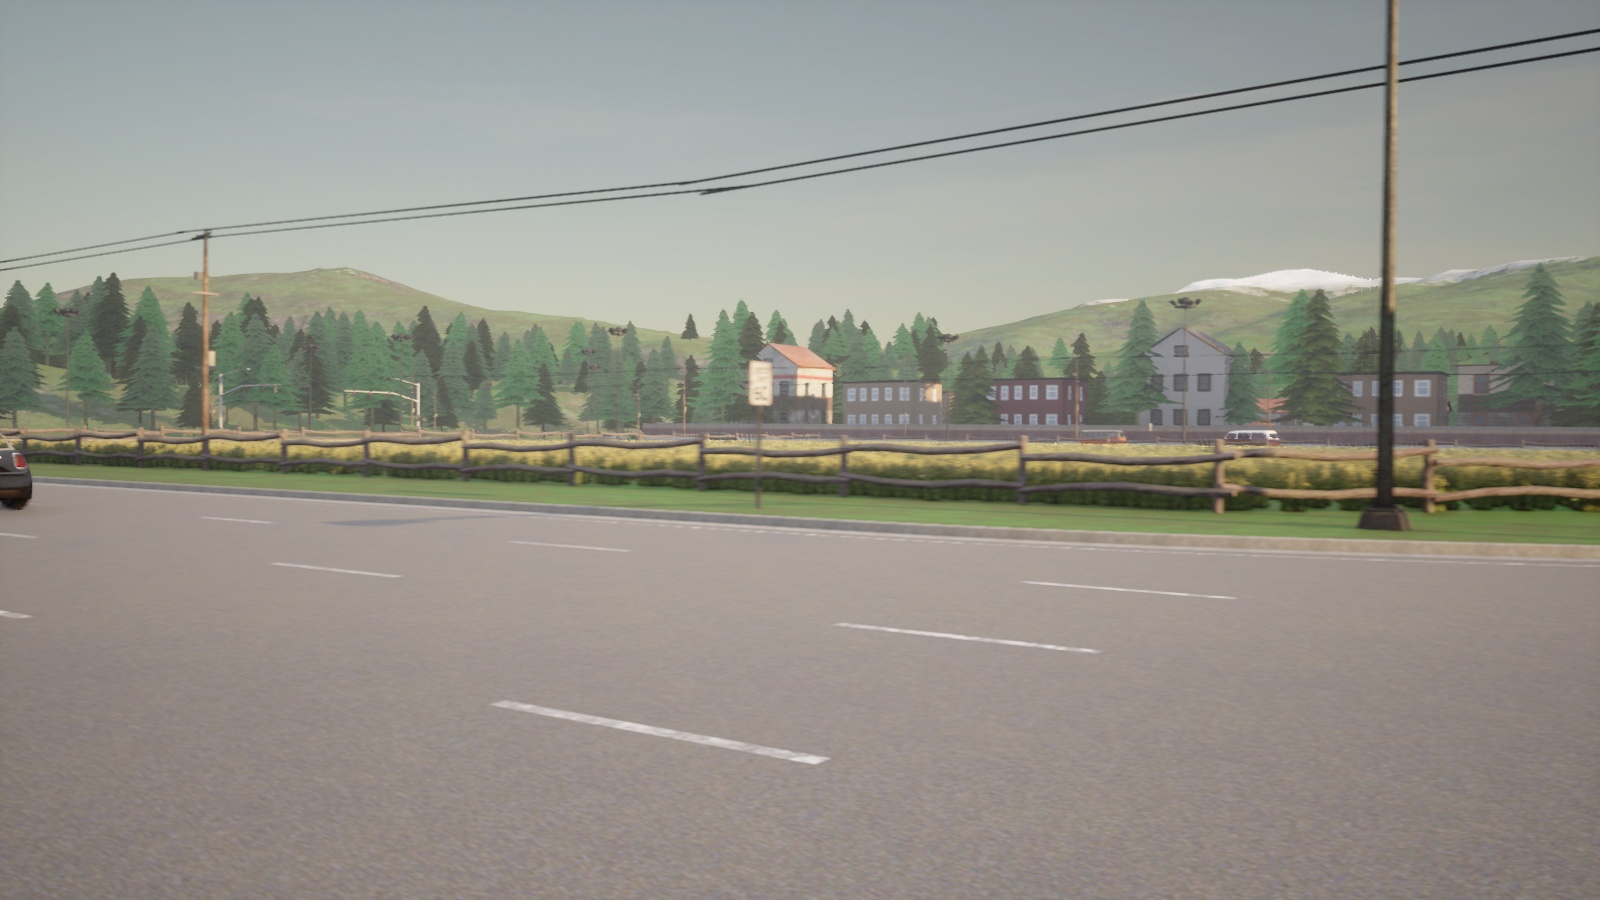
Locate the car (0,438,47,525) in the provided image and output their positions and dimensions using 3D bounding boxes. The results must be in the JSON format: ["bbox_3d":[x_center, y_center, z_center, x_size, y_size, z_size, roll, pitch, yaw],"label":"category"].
[{"bbox_3d":[-15.330,0.538,22.211,3.806,1.475,1.970,0,1,34],"label":"car"}]
